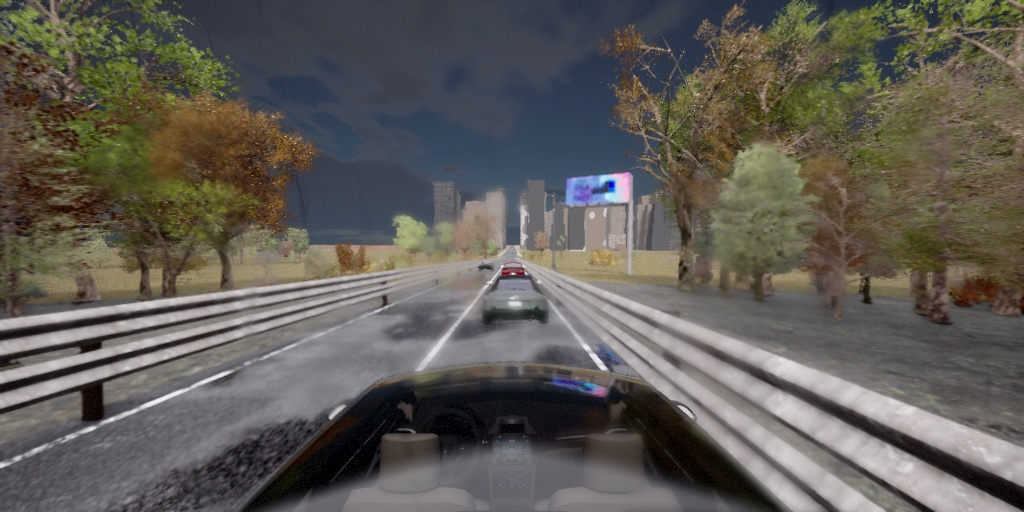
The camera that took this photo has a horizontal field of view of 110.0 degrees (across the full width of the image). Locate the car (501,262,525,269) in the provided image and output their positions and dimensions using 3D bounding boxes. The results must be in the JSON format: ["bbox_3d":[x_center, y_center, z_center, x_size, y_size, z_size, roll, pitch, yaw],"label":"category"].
[{"bbox_3d":[0.089,1.217,30.219,1.882,1.535,5.008,0,0,0],"label":"car"}]

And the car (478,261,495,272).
[{"bbox_3d":[-3.281,1.335,46.823,1.895,1.301,4.718,0,0,0],"label":"car"}]

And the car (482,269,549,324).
[{"bbox_3d":[0.099,1.310,11.982,1.994,1.385,4.181,0,0,0],"label":"car"}]
